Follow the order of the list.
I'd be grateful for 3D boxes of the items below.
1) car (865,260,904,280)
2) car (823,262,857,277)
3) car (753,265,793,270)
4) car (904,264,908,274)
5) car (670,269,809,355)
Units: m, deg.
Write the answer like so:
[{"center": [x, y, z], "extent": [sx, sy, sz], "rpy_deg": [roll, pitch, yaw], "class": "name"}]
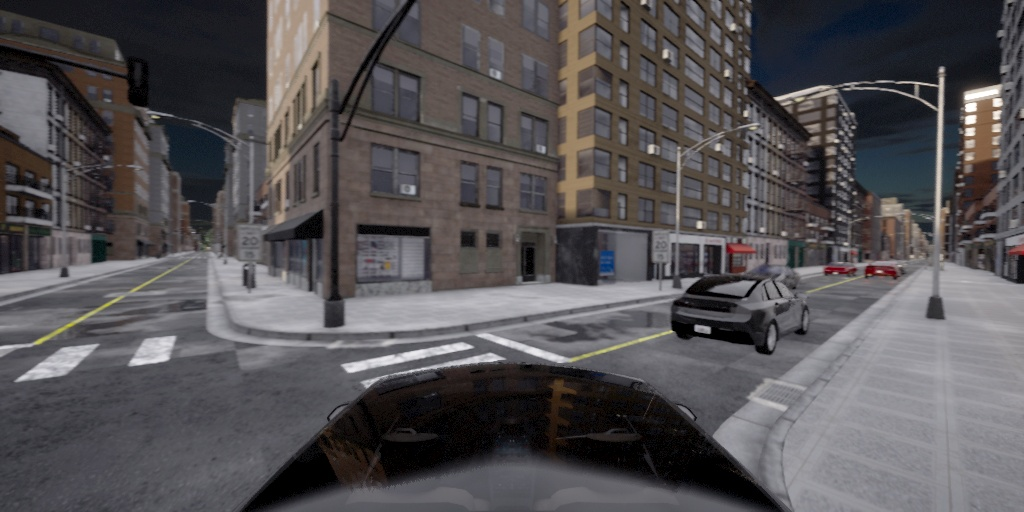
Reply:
[{"center": [31.868, 1.144, 30.816], "extent": [5.008, 1.535, 1.882], "rpy_deg": [0, 1, -40], "class": "car"}, {"center": [30.648, 1.217, 33.482], "extent": [4.718, 1.301, 1.895], "rpy_deg": [0, 1, -40], "class": "car"}, {"center": [14.334, 1.192, 19.808], "extent": [5.357, 1.411, 2.033], "rpy_deg": [0, 1, -40], "class": "car"}, {"center": [39.828, 1.153, 37.592], "extent": [4.902, 1.511, 2.128], "rpy_deg": [0, 1, -40], "class": "car"}, {"center": [5.664, 1.219, 8.740], "extent": [4.892, 1.490, 1.837], "rpy_deg": [0, 1, -40], "class": "car"}]
